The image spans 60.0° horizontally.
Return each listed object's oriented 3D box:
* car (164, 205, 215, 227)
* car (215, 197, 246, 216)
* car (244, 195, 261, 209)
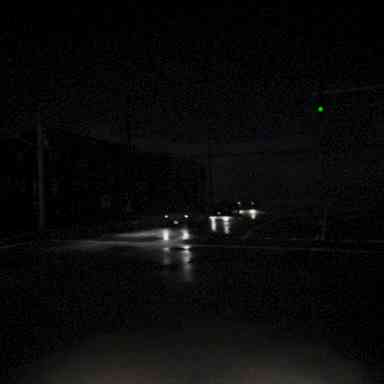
[{"bbox_3d":[-0.227,1.659,23.762,1.895,1.301,4.718,-2,0,22],"label":"car"},{"bbox_3d":[3.449,1.521,32.763,2.033,1.411,5.357,-2,0,22],"label":"car"},{"bbox_3d":[7.235,1.239,42.003,2.097,1.767,4.553,-2,0,22],"label":"car"}]
